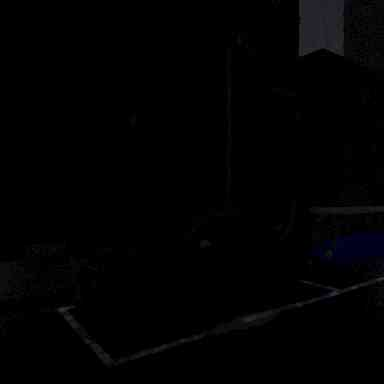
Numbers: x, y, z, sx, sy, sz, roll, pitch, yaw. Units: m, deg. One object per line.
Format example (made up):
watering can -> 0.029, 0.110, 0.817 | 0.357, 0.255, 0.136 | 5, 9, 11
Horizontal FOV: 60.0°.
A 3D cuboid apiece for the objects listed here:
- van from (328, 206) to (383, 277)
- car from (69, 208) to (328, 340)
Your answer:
van -> 4.732, 1.339, 9.909 | 3.998, 1.788, 1.690 | 0, 0, -36
car -> 0.253, 1.314, 6.715 | 5.009, 1.841, 2.192 | 0, 0, -35
